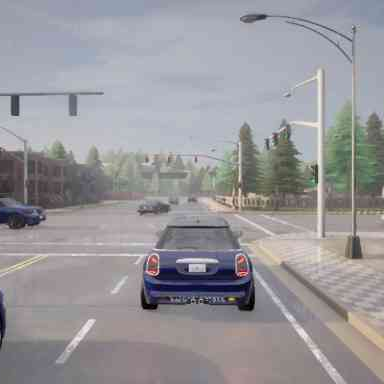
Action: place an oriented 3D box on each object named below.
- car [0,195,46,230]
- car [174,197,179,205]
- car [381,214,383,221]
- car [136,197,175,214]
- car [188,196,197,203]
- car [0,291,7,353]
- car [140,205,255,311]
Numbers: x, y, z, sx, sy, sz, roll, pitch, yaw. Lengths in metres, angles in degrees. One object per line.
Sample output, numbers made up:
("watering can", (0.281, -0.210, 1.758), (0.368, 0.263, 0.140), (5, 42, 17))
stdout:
("car", (-12.073, 1.223, 20.578), (5.566, 2.045, 2.150), (0, 0, 1))
("car", (-3.335, 1.547, 59.937), (2.033, 1.411, 5.357), (0, 0, 0))
("car", (14.292, 1.601, 20.135), (4.718, 1.301, 1.895), (0, 0, 0))
("car", (-3.779, 1.547, 33.631), (2.033, 1.411, 5.357), (0, 0, 16))
("car", (0.067, 1.505, 68.241), (1.837, 1.490, 4.892), (0, 0, 0))
("car", (-3.440, 1.478, 2.501), (1.882, 1.535, 5.008), (0, 0, 0))
("car", (0.162, 1.352, 7.953), (2.097, 1.767, 4.553), (0, 0, 2))
